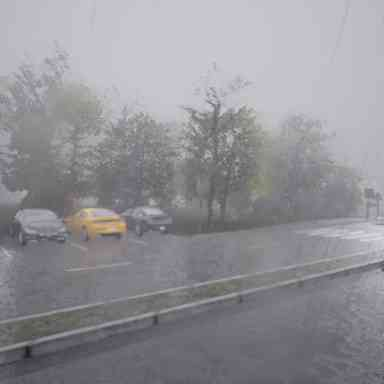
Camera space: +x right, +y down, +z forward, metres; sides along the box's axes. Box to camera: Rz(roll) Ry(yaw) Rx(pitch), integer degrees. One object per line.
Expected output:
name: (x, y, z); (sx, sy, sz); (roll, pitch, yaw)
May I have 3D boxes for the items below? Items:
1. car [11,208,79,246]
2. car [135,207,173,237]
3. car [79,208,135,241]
car: (-7.421, 1.564, 15.945); (2.231, 1.521, 4.892); (1, 0, -35)
car: (-2.926, 1.608, 19.127); (2.231, 1.521, 4.892); (0, 0, -35)
car: (-5.171, 1.586, 17.531); (2.097, 1.535, 5.008); (1, 0, -35)
